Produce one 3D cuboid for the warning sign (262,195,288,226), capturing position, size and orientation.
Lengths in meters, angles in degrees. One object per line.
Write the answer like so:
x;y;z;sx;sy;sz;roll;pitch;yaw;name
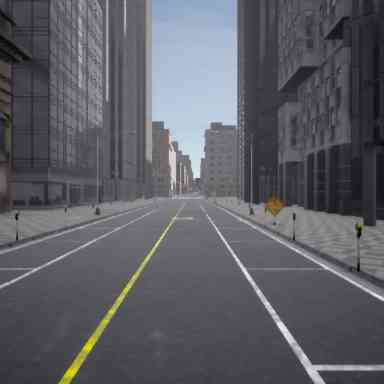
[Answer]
5.067;1.132;20.410;1.300;1.860;1.060;0;0;0;warning sign
